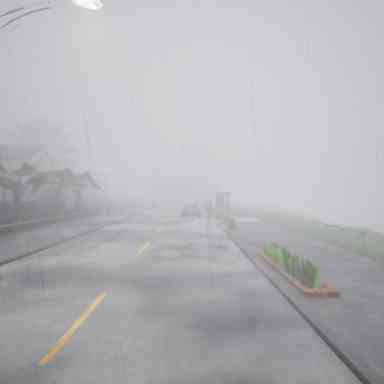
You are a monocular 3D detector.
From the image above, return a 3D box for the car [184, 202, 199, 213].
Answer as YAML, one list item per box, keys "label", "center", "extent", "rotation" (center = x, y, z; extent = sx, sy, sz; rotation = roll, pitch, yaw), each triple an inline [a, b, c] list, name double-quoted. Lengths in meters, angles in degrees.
- label: "car"
  center: [-0.126, 2.020, 44.914]
  extent: [1.895, 1.301, 4.718]
  rotation: [0, -1, 0]

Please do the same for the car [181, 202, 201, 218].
- label: "car"
  center: [-0.079, 1.888, 34.705]
  extent: [1.994, 1.385, 4.181]
  rotation: [0, -1, 0]
